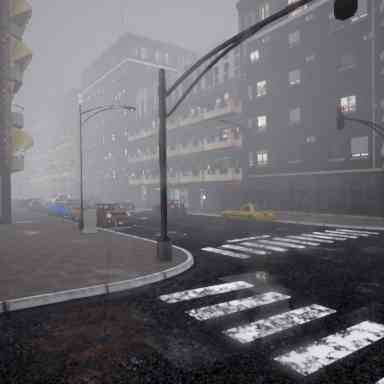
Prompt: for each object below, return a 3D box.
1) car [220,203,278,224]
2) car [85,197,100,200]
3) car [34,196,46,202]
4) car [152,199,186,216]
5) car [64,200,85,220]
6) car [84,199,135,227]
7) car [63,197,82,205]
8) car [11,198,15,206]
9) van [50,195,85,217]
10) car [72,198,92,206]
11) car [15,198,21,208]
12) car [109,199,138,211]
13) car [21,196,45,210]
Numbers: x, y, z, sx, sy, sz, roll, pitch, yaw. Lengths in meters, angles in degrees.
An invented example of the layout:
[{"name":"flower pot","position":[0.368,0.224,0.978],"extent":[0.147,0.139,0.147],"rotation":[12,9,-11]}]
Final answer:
[{"name":"car","position":[4.019,1.498,24.431],"extent":[1.752,1.417,4.829],"rotation":[-1,1,-36]},{"name":"car","position":[-15.244,1.502,51.269],"extent":[1.967,1.590,4.097],"rotation":[-1,1,-36]},{"name":"car","position":[-37.831,1.728,82.743],"extent":[1.887,1.381,4.507],"rotation":[-1,1,-36]},{"name":"car","position":[-2.337,1.441,33.284],"extent":[1.967,1.590,4.097],"rotation":[-1,1,-36]},{"name":"car","position":[-9.044,1.652,28.262],"extent":[1.752,1.417,4.829],"rotation":[-1,1,-36]},{"name":"car","position":[-5.918,1.553,23.904],"extent":[1.967,1.590,4.097],"rotation":[-1,1,-36]},{"name":"car","position":[-21.696,1.645,60.262],"extent":[2.008,1.369,4.403],"rotation":[-1,1,-36]},{"name":"car","position":[-31.731,1.782,59.873],"extent":[1.887,1.381,4.507],"rotation":[-1,1,-36]},{"name":"van","position":[-12.373,1.483,32.894],"extent":[1.690,1.788,3.998],"rotation":[-1,1,-36]},{"name":"car","position":[-18.470,1.644,55.766],"extent":[1.947,1.339,4.313],"rotation":[-1,1,-36]},{"name":"car","position":[-25.277,1.770,50.881],"extent":[1.947,1.339,4.313],"rotation":[-1,1,-36]},{"name":"car","position":[-8.789,1.581,42.277],"extent":[2.008,1.369,4.403],"rotation":[-1,1,-36]},{"name":"car","position":[-22.052,1.628,46.384],"extent":[1.967,1.590,4.097],"rotation":[-1,1,-36]}]
